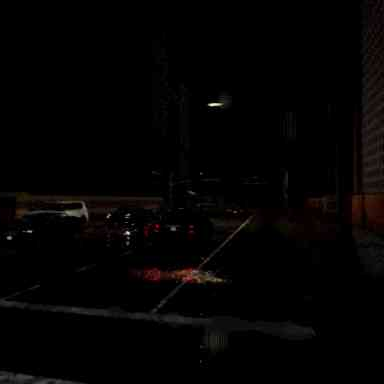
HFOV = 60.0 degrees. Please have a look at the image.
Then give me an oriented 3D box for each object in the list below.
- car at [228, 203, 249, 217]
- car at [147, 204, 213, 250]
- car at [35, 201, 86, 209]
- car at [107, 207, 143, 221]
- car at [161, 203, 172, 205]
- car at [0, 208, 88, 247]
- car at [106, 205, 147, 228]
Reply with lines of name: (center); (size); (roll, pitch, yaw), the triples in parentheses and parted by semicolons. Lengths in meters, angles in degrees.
car: (5.620, 2.397, 41.431); (1.994, 1.385, 4.181); (0, -1, 13)
car: (-0.297, 1.662, 16.324); (2.097, 1.767, 4.553); (0, -1, 13)
car: (-9.506, 1.640, 23.456); (2.150, 2.045, 5.566); (0, -1, 13)
car: (-6.849, 2.246, 34.690); (1.895, 1.301, 4.718); (0, -1, 13)
car: (-2.765, 2.052, 36.711); (2.097, 1.767, 4.553); (0, -1, 13)
car: (-7.441, 1.794, 16.967); (2.128, 1.511, 4.902); (0, -1, 13)
car: (-5.107, 1.853, 26.836); (2.097, 1.767, 4.553); (0, -1, 13)
